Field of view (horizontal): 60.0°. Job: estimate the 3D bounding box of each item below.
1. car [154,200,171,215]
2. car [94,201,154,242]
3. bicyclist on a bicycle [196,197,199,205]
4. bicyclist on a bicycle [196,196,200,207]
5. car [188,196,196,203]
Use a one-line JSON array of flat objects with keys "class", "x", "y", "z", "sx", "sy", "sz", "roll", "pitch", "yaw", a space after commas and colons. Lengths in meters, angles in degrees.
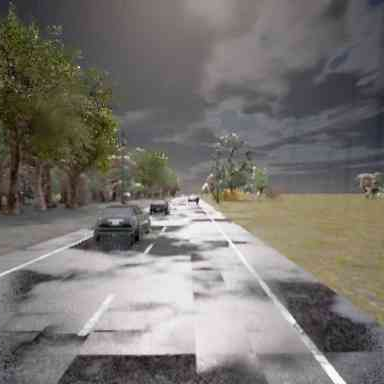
[{"class": "car", "x": -3.396, "y": 1.606, "z": 35.974, "sx": 1.882, "sy": 1.535, "sz": 5.008, "roll": 0, "pitch": 0, "yaw": 0}, {"class": "car", "x": -3.398, "y": 1.413, "z": 16.934, "sx": 2.097, "sy": 1.767, "sz": 4.553, "roll": 0, "pitch": 0, "yaw": 0}, {"class": "bicyclist on a bicycle", "x": 0.973, "y": 1.681, "z": 63.407, "sx": 0.582, "sy": 1.620, "sz": 1.656, "roll": 0, "pitch": -1, "yaw": 0}, {"class": "bicyclist on a bicycle", "x": 0.971, "y": 1.567, "z": 54.787, "sx": 0.659, "sy": 1.776, "sz": 1.843, "roll": 0, "pitch": 0, "yaw": 0}, {"class": "car", "x": 0.017, "y": 1.841, "z": 80.545, "sx": 1.994, "sy": 1.385, "sz": 4.181, "roll": 0, "pitch": 0, "yaw": 0}]
